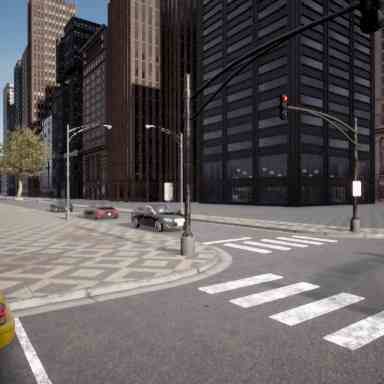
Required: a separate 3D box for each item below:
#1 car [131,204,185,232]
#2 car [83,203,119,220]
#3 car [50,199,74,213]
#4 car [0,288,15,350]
[{"bbox_3d":[-2.078,1.534,20.561,2.128,1.511,4.902,0,0,-36],"label":"car"},{"bbox_3d":[-7.829,1.630,28.560,1.994,1.385,4.181,0,0,-35],"label":"car"},{"bbox_3d":[-15.285,1.603,38.934,1.837,1.490,4.892,0,0,-36],"label":"car"},{"bbox_3d":[-4.573,1.525,3.389,4.829,1.417,1.752,0,0,-36],"label":"car"}]
